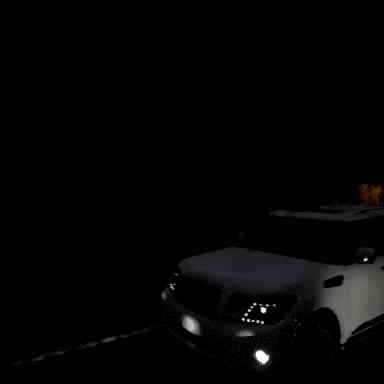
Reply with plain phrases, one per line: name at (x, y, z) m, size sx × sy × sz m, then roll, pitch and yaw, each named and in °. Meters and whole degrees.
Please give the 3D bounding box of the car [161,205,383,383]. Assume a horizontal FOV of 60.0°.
car at (2.218, 1.276, 5.627) m, size 5.566 × 2.045 × 2.150 m, roll 1°, pitch 0°, yaw -36°
